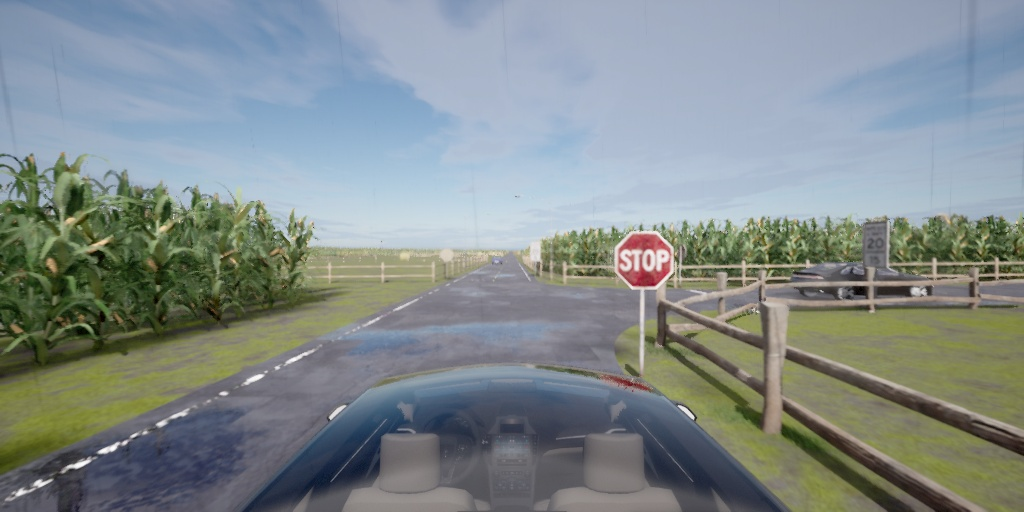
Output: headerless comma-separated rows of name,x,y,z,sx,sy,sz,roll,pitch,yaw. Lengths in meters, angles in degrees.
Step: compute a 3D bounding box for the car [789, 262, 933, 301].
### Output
car,14.103,1.005,14.608,4.902,1.511,2.128,-1,1,-2
